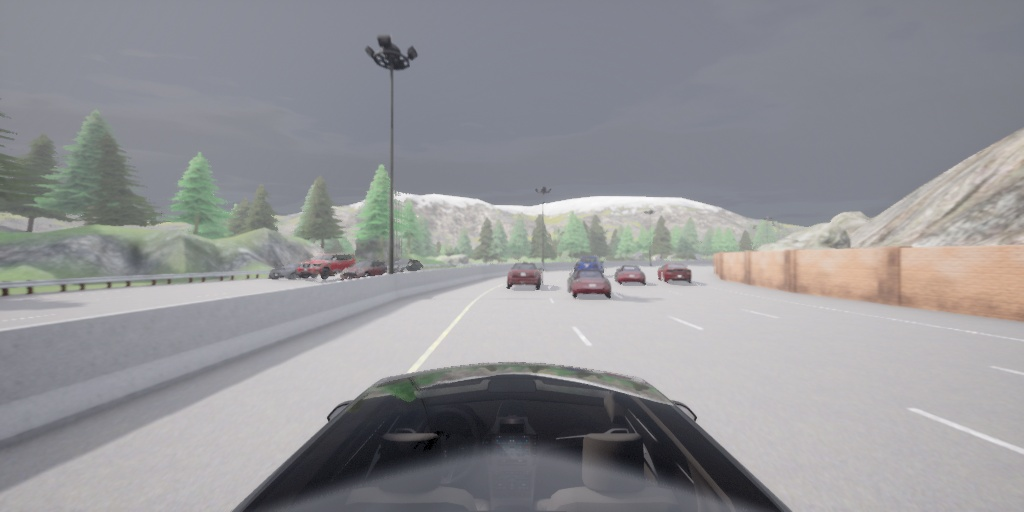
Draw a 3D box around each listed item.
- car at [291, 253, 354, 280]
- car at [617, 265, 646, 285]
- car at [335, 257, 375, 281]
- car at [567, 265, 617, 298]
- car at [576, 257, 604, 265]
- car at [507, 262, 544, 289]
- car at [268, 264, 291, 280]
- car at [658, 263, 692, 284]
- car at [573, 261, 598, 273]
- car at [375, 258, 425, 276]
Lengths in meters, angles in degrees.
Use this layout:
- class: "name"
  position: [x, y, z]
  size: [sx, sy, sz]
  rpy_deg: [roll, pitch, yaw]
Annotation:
- class: "car"
  position: [-15.760, 0.761, 31.010]
  size: [2.150, 2.045, 5.566]
  rpy_deg: [0, 0, 11]
- class: "car"
  position: [8.998, 1.395, 27.386]
  size: [1.994, 1.385, 4.181]
  rpy_deg: [0, 0, 14]
- class: "car"
  position: [-12.318, 1.182, 30.371]
  size: [2.097, 1.767, 4.553]
  rpy_deg: [0, 0, 11]
- class: "car"
  position: [4.024, 1.368, 19.176]
  size: [1.994, 1.385, 4.181]
  rpy_deg: [0, 0, 5]
- class: "car"
  position: [8.561, 1.085, 38.532]
  size: [2.150, 2.045, 5.566]
  rpy_deg: [0, 0, 22]
- class: "car"
  position: [1.005, 1.166, 23.973]
  size: [2.097, 1.767, 4.553]
  rpy_deg: [0, 0, 8]
- class: "car"
  position: [-19.185, 1.382, 31.734]
  size: [1.994, 1.385, 4.181]
  rpy_deg: [0, 0, 11]
- class: "car"
  position: [12.800, 1.315, 28.392]
  size: [1.882, 1.535, 5.008]
  rpy_deg: [-1, 0, 15]
- class: "car"
  position: [9.989, 1.397, 48.477]
  size: [1.837, 1.490, 4.892]
  rpy_deg: [-2, -1, 31]
- class: "car"
  position: [-8.894, 0.936, 29.646]
  size: [1.837, 1.490, 4.892]
  rpy_deg: [0, 0, 11]
